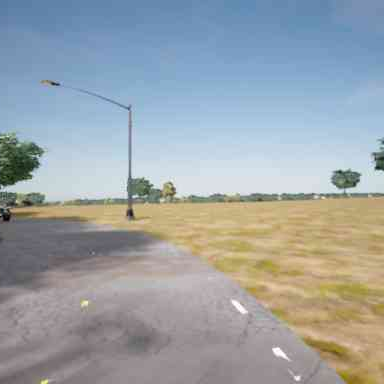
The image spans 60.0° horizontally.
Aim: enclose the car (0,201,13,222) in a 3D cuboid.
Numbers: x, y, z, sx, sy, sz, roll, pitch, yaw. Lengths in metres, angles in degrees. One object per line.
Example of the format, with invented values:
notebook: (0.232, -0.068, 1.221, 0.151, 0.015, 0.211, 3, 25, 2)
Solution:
car: (-18.355, 1.638, 29.879, 5.566, 2.045, 2.150, -1, -2, 37)
